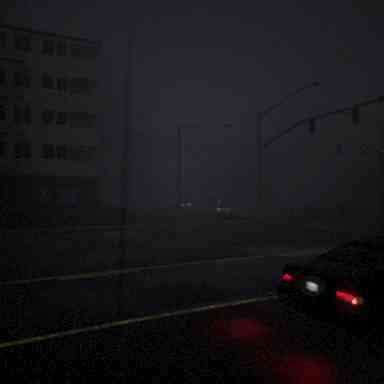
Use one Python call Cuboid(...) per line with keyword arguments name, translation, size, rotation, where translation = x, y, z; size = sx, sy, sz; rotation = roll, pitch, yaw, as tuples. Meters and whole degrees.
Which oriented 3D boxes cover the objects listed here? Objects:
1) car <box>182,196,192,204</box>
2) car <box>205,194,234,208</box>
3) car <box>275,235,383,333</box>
Cuboid(name="car", translation=(-0.980, 1.532, 64.863), size=(1.812, 1.442, 4.674), rotation=(0, 0, 2))
Cuboid(name="car", translation=(3.727, 1.358, 48.917), size=(2.097, 1.767, 4.553), rotation=(0, 0, -25))
Cuboid(name="car", translation=(4.180, 1.550, 6.349), size=(5.357, 1.411, 2.033), rotation=(0, 0, -25))
